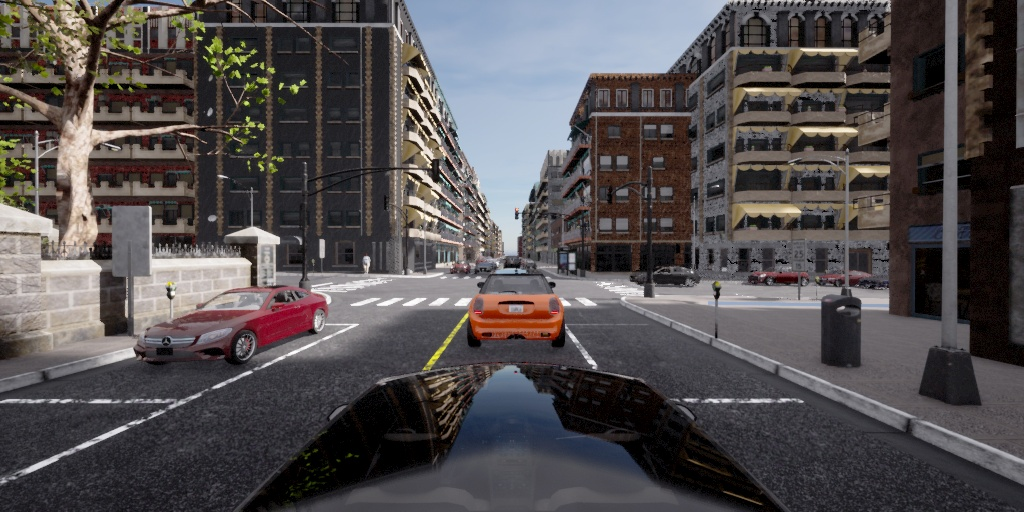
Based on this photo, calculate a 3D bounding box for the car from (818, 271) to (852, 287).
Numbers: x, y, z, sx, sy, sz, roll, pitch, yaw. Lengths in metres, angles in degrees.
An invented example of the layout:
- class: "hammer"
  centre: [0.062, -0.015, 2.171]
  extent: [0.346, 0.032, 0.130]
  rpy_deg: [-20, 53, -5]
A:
- class: "car"
  centre: [27.016, 1.813, 28.936]
  extent: [4.207, 1.307, 1.802]
  rpy_deg: [0, 0, -1]

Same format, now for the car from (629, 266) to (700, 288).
- class: "car"
  centre: [11.070, 1.468, 26.109]
  extent: [4.892, 1.490, 1.837]
  rpy_deg: [1, 0, -2]

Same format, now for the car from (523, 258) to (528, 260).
- class: "car"
  centre: [2.622, 1.298, 51.668]
  extent: [2.007, 1.370, 4.403]
  rpy_deg: [0, 0, 0]

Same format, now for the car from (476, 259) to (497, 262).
- class: "car"
  centre: [-3.146, 1.312, 40.982]
  extent: [1.994, 1.385, 4.181]
  rpy_deg: [0, 0, 0]

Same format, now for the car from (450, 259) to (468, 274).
- class: "car"
  centre: [-5.743, 1.187, 40.385]
  extent: [1.967, 1.591, 4.097]
  rpy_deg: [0, 0, 0]

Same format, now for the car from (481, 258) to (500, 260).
- class: "car"
  centre: [-3.155, 1.312, 49.956]
  extent: [1.994, 1.385, 4.181]
  rpy_deg: [0, 0, 0]

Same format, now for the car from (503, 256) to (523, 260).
- class: "car"
  centre: [0.023, 0.967, 49.149]
  extent: [2.150, 2.045, 5.566]
  rpy_deg: [0, 0, 0]

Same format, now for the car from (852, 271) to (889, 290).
- class: "car"
  centre: [28.863, 1.826, 26.395]
  extent: [5.357, 1.411, 2.033]
  rpy_deg: [1, 0, -1]

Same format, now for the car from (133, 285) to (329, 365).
- class: "car"
  centre: [-5.697, 1.331, 7.974]
  extent: [1.802, 1.307, 4.207]
  rpy_deg: [0, 0, 0]

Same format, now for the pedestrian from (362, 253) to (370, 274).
- class: "pedestrian"
  centre: [-12.754, 0.651, 31.367]
  extent: [0.375, 1.860, 0.375]
  rpy_deg: [0, -1, -1]

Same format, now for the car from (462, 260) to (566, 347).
- class: "car"
  centre: [0.116, 1.101, 9.484]
  extent: [2.097, 1.767, 4.553]
  rpy_deg: [0, 0, 1]

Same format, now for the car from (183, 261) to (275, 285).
- class: "car"
  centre: [-17.677, 1.035, 22.569]
  extent: [4.181, 1.385, 1.994]
  rpy_deg: [1, 0, -1]

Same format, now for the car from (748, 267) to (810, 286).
- class: "car"
  centre: [21.343, 1.571, 28.859]
  extent: [4.097, 1.591, 1.967]
  rpy_deg: [0, 0, -1]
